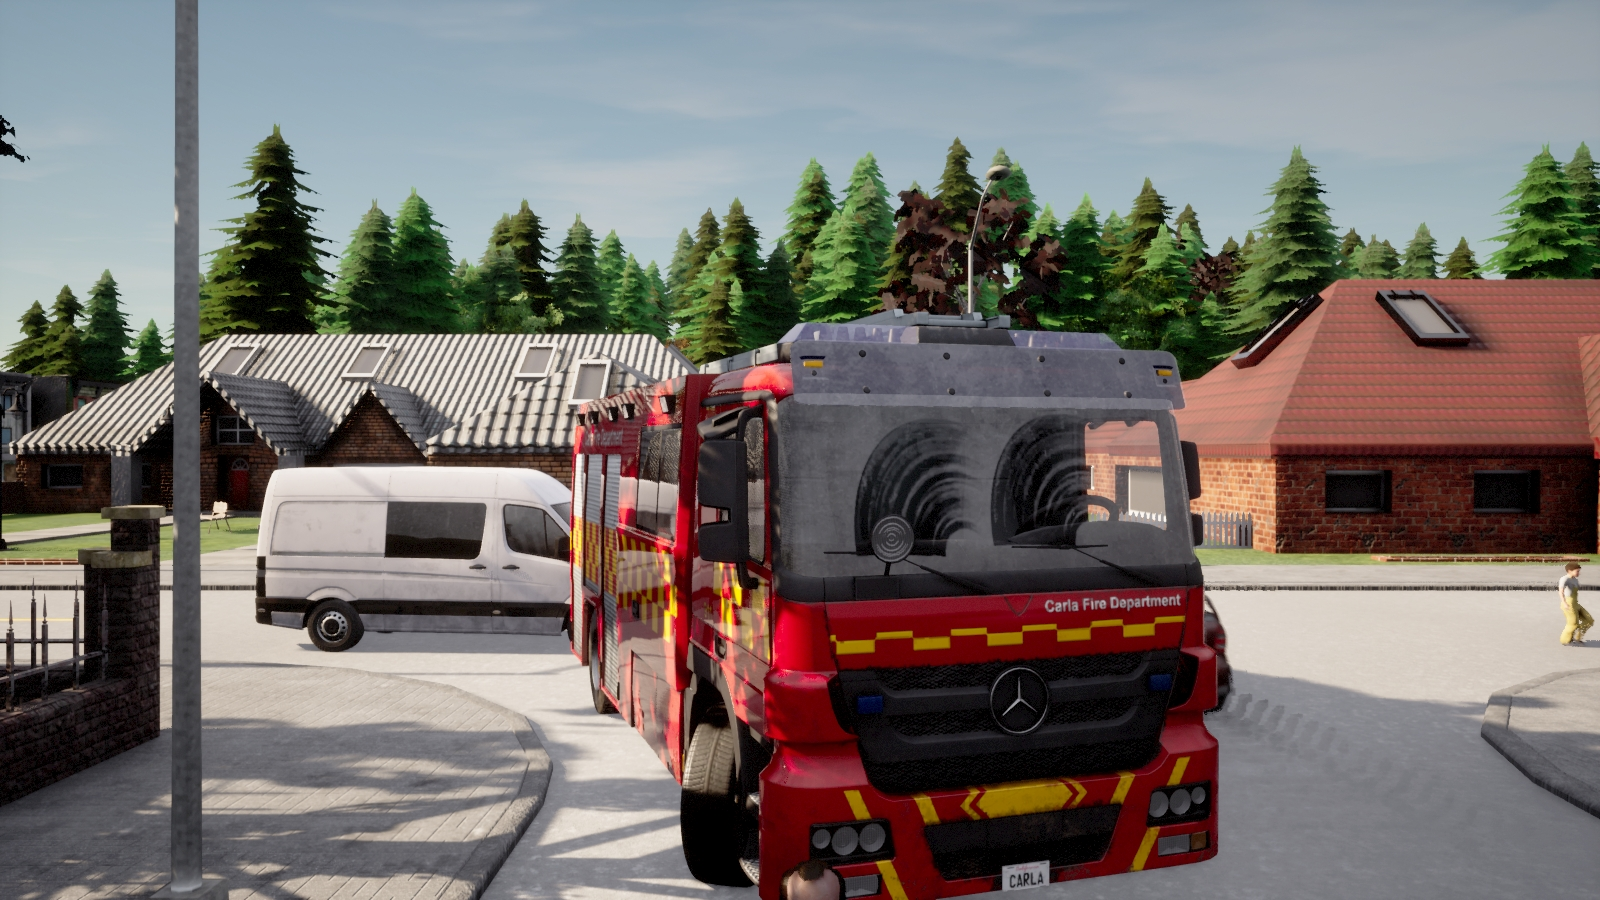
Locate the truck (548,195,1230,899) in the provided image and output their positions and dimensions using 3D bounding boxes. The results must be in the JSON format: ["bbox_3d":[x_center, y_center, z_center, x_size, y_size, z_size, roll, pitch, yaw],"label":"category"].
[{"bbox_3d":[-0.279,0.670,10.050,2.891,3.827,8.468,0,0,-19],"label":"truck"}]

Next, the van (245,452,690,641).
[{"bbox_3d":[-4.701,1.314,16.673,5.915,2.561,1.988,0,0,4],"label":"van"}]

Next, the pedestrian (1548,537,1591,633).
[{"bbox_3d":[10.939,1.909,16.251,0.375,1.300,0.375,0,0,-29],"label":"pedestrian"}]
